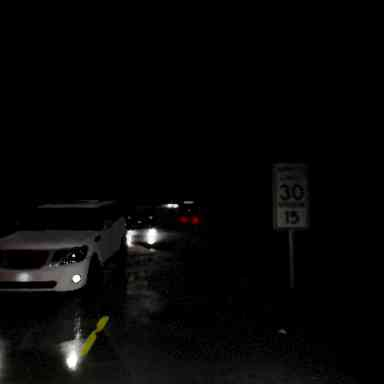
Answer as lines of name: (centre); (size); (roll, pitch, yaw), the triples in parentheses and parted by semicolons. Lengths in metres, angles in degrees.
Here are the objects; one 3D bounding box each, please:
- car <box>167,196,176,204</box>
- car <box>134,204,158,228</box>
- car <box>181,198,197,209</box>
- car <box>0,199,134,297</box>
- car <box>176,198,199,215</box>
car: (-3.802, 1.632, 65.053); (2.128, 1.511, 4.902); (0, 0, 0)
car: (-3.350, 1.594, 23.108); (1.812, 1.442, 4.674); (0, 0, -2)
car: (-0.466, 1.592, 47.317); (2.128, 1.511, 4.902); (0, 0, -1)
car: (-3.198, 1.253, 9.033); (2.150, 2.045, 5.566); (0, 0, -1)
car: (-0.306, 1.572, 34.388); (2.128, 1.511, 4.902); (0, 0, -1)
